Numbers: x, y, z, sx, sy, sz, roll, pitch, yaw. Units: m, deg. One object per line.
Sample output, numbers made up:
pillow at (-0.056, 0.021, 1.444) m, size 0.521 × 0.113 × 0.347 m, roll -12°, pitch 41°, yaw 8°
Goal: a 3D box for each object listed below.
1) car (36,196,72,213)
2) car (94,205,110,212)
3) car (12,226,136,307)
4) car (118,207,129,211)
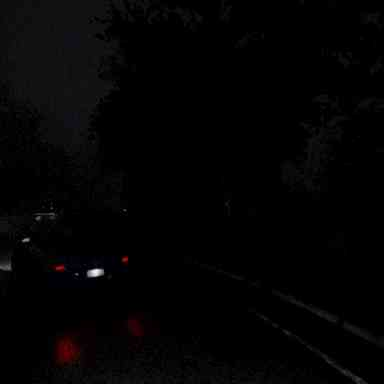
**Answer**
car at (-16.678, 1.508, 40.533) m, size 2.150 × 2.045 × 5.566 m, roll 0°, pitch -3°, yaw 5°
car at (-15.532, 2.926, 56.990) m, size 1.994 × 1.385 × 4.181 m, roll 0°, pitch -4°, yaw 4°
car at (-3.020, 1.532, 8.112) m, size 1.994 × 1.385 × 4.181 m, roll 0°, pitch 0°, yaw -35°
car at (-14.478, 3.939, 71.724) m, size 1.837 × 1.490 × 4.892 m, roll 0°, pitch -4°, yaw 4°
